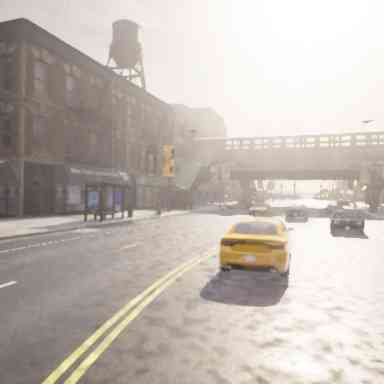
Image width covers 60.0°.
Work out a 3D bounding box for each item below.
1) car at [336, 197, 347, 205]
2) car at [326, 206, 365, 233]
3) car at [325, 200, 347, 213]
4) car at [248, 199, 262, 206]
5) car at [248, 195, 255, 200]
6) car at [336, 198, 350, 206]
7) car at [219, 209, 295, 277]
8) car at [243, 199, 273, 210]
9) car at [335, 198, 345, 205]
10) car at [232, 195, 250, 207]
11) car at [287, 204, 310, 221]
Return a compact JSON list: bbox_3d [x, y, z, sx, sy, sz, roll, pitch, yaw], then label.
[{"bbox_3d":[36.168,2.243,80.492,2.185,1.767,4.553,1,0,21],"label":"car"},{"bbox_3d":[9.873,1.842,21.464,1.895,1.301,4.718,1,0,21],"label":"car"},{"bbox_3d":[17.179,1.994,40.223,1.994,1.385,4.181,1,0,21],"label":"car"},{"bbox_3d":[12.553,2.043,66.083,1.895,1.301,4.718,1,0,21],"label":"car"},{"bbox_3d":[9.915,1.608,59.178,2.435,2.045,5.566,1,0,21],"label":"car"},{"bbox_3d":[32.219,2.269,70.466,2.231,1.521,4.892,1,0,31],"label":"car"},{"bbox_3d":[2.225,1.554,10.802,1.882,1.535,5.008,1,0,18],"label":"car"},{"bbox_3d":[7.051,1.788,33.838,2.033,1.411,5.357,1,0,22],"label":"car"},{"bbox_3d":[38.370,2.427,86.528,2.097,1.535,5.008,1,0,21],"label":"car"},{"bbox_3d":[4.589,1.405,37.091,2.033,1.411,5.357,1,0,21],"label":"car"},{"bbox_3d":[9.777,1.800,30.853,1.812,1.442,4.674,1,0,21],"label":"car"}]
